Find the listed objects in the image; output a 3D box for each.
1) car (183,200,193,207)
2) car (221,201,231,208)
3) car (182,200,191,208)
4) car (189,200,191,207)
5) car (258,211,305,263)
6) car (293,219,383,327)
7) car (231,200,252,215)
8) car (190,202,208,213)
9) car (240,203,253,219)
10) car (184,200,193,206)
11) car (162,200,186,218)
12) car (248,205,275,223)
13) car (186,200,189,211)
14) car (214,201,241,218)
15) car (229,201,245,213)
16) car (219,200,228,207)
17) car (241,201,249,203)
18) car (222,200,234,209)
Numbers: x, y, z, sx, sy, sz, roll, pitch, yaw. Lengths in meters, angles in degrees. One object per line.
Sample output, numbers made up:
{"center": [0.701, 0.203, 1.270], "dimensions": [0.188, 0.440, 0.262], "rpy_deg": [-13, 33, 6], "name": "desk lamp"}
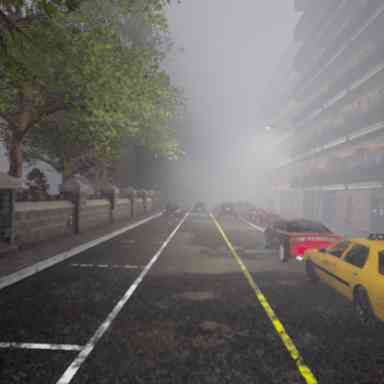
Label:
{"center": [-0.940, 2.488, 73.712], "dimensions": [2.008, 1.369, 4.403], "rpy_deg": [1, -1, 1], "name": "car"}
{"center": [7.434, 2.736, 73.499], "dimensions": [1.947, 1.339, 4.313], "rpy_deg": [1, -1, 1], "name": "car"}
{"center": [-1.086, 2.379, 67.915], "dimensions": [1.752, 1.417, 4.829], "rpy_deg": [1, -1, 1], "name": "car"}
{"center": [-1.507, 2.168, 51.201], "dimensions": [2.008, 1.369, 4.403], "rpy_deg": [1, -1, 1], "name": "car"}
{"center": [4.126, 1.758, 13.138], "dimensions": [1.882, 1.535, 5.008], "rpy_deg": [2, -1, 1], "name": "car"}
{"center": [3.980, 1.659, 7.330], "dimensions": [1.801, 1.575, 5.366], "rpy_deg": [2, -1, 1], "name": "car"}
{"center": [6.731, 2.086, 45.362], "dimensions": [2.192, 1.841, 5.009], "rpy_deg": [1, -1, 1], "name": "car"}
{"center": [1.046, 2.120, 45.714], "dimensions": [1.837, 1.490, 4.892], "rpy_deg": [2, -1, 1], "name": "car"}
{"center": [6.441, 2.159, 34.104], "dimensions": [1.887, 1.381, 4.507], "rpy_deg": [1, -1, 1], "name": "car"}
{"center": [-0.803, 2.543, 79.171], "dimensions": [1.752, 1.417, 4.829], "rpy_deg": [1, -1, 1], "name": "car"}
{"center": [-1.930, 1.822, 34.319], "dimensions": [1.967, 1.590, 4.097], "rpy_deg": [1, -1, 1], "name": "car"}
{"center": [6.300, 2.082, 28.476], "dimensions": [1.887, 1.381, 4.507], "rpy_deg": [1, -1, 1], "name": "car"}
{"center": [-1.789, 1.900, 39.945], "dimensions": [1.967, 1.590, 4.097], "rpy_deg": [1, -1, 1], "name": "car"}
{"center": [3.896, 1.940, 37.476], "dimensions": [2.097, 1.767, 4.553], "rpy_deg": [2, -1, 2], "name": "car"}
{"center": [6.870, 2.289, 50.989], "dimensions": [1.967, 1.590, 4.097], "rpy_deg": [1, -1, 1], "name": "car"}
{"center": [7.580, 2.781, 79.298], "dimensions": [1.752, 1.417, 4.829], "rpy_deg": [1, -1, 1], "name": "car"}
{"center": [6.586, 2.133, 39.732], "dimensions": [1.967, 1.590, 4.097], "rpy_deg": [1, -1, 1], "name": "car"}
{"center": [7.295, 2.529, 67.872], "dimensions": [1.967, 1.590, 4.097], "rpy_deg": [1, -1, 1], "name": "car"}
